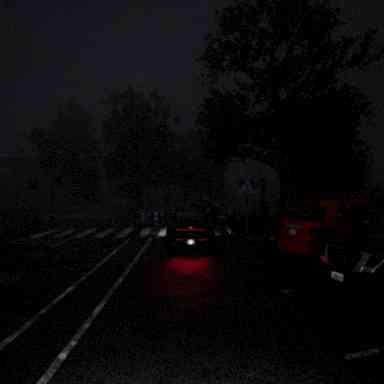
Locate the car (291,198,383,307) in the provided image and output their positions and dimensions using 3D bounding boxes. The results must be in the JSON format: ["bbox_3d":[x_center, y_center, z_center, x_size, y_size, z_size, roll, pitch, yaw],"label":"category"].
[{"bbox_3d":[5.263,1.233,7.105,5.566,2.045,2.435,1,0,-21],"label":"car"}]

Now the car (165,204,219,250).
[{"bbox_3d":[-0.083,1.480,14.150,1.837,1.490,4.892,0,1,-1],"label":"car"}]

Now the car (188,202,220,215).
[{"bbox_3d":[1.154,1.540,28.897,1.994,1.385,4.181,2,0,14],"label":"car"}]

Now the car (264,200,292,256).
[{"bbox_3d":[5.273,1.226,10.108,5.566,2.045,2.435,1,0,-21],"label":"car"}]

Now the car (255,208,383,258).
[{"bbox_3d":[5.189,1.470,13.068,4.892,1.521,2.231,1,0,-21],"label":"car"}]
